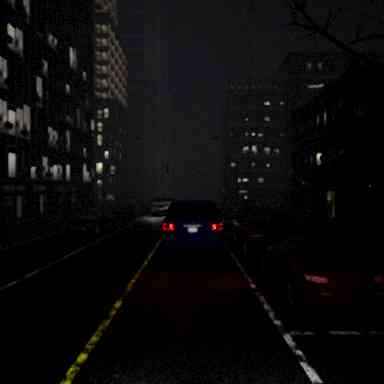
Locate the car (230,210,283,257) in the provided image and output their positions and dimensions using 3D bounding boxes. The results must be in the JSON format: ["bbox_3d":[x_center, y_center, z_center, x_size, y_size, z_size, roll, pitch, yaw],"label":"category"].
[{"bbox_3d":[2.734,1.623,13.258,1.887,1.381,4.507,-1,0,0],"label":"car"}]

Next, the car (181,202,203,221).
[{"bbox_3d":[0.045,1.699,29.562,1.812,1.442,4.674,0,-1,0],"label":"car"}]

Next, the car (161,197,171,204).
[{"bbox_3d":[-5.770,1.962,73.612,1.752,1.417,4.829,-1,0,0],"label":"car"}]

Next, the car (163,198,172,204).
[{"bbox_3d":[-5.775,2.038,79.435,1.947,1.339,4.313,-1,0,0],"label":"car"}]

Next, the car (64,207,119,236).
[{"bbox_3d":[-5.823,1.662,18.951,2.008,1.369,4.403,-1,0,0],"label":"car"}]

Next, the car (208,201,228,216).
[{"bbox_3d":[2.774,1.737,36.005,1.752,1.417,4.829,-1,0,0],"label":"car"}]

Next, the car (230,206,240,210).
[{"bbox_3d":[2.785,1.695,24.546,2.008,1.369,4.403,-1,0,0],"label":"car"}]

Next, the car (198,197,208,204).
[{"bbox_3d":[2.604,2.023,79.443,2.008,1.369,4.403,-1,0,0],"label":"car"}]

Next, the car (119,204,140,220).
[{"bbox_3d":[-5.860,1.722,30.240,1.887,1.381,4.507,-1,0,0],"label":"car"}]

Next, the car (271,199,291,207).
[{"bbox_3d":[16.260,1.981,58.980,4.403,1.369,2.008,0,0,1],"label":"car"}]

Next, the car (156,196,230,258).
[{"bbox_3d":[0.051,1.299,13.185,2.150,2.045,5.566,0,0,0],"label":"car"}]

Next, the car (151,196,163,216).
[{"bbox_3d":[-3.096,1.436,36.096,2.150,2.045,5.566,0,-1,0],"label":"car"}]

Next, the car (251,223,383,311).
[{"bbox_3d":[2.705,1.627,7.613,1.802,1.307,4.206,-1,0,0],"label":"car"}]
